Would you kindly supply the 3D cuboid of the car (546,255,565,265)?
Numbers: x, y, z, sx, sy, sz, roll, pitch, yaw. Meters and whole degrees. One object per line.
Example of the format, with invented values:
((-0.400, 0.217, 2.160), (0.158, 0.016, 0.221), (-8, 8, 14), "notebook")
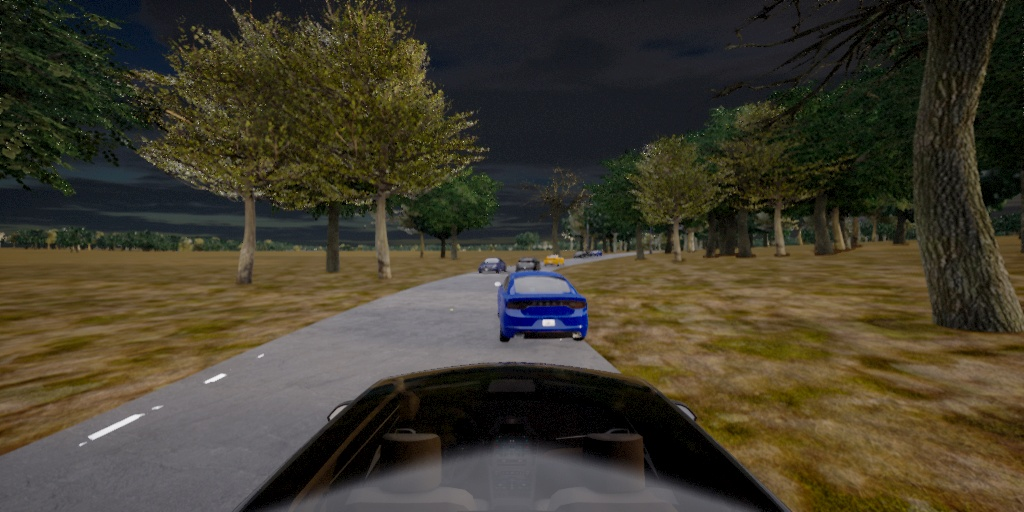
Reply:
((5.775, 0.538, 48.365), (1.882, 1.535, 5.008), (0, 1, 21), "car")

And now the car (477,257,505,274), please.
((-1.776, 0.858, 33.448), (1.812, 1.442, 4.674), (0, 1, 11), "car")

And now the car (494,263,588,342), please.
((0.577, 1.126, 9.507), (1.882, 1.535, 5.008), (0, 1, -3), "car")

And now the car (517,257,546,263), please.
((1.657, 0.811, 34.285), (2.128, 1.511, 4.902), (0, 1, 12), "car")
